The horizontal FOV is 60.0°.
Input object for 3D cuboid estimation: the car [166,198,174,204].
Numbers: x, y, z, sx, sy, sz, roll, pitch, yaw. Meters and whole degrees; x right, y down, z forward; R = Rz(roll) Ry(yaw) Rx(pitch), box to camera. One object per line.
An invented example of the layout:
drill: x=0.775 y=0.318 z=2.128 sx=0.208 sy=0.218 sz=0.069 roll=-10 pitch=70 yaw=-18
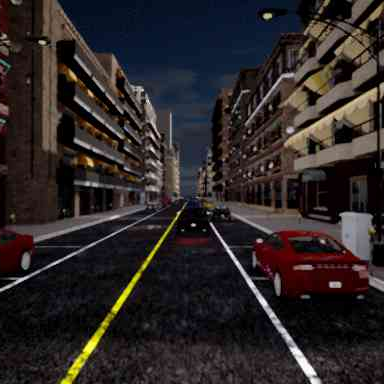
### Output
car: x=-5.774 y=2.320 z=87.194 sx=1.752 sy=1.417 sz=4.829 roll=0 pitch=-1 yaw=0

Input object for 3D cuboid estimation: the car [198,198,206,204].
car: x=2.607 y=2.377 z=87.368 sx=1.802 sy=1.307 sz=4.206 roll=0 pitch=-1 yaw=0

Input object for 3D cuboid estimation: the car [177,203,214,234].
car: x=0.093 y=1.666 z=20.438 sx=1.882 sy=1.535 sz=5.008 roll=0 pitch=-1 yaw=0

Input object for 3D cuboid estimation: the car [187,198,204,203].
car: x=0.063 y=1.829 z=38.266 sx=1.882 sy=1.535 sz=5.008 roll=0 pitch=-1 yaw=0

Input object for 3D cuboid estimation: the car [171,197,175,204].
car: x=-5.762 y=2.009 z=76.095 sx=2.192 sy=1.841 sz=5.009 roll=0 pitch=-1 yaw=0

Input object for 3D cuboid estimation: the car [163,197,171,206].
car: x=-5.752 y=2.137 z=64.820 sx=1.887 sy=1.381 sz=4.507 roll=0 pitch=-1 yaw=0

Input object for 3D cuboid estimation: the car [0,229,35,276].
car: x=-5.697 y=1.625 z=8.461 sx=1.887 sy=1.381 sz=4.507 roll=0 pitch=-1 yaw=0

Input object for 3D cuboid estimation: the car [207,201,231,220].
car: x=2.661 y=1.836 z=31.008 sx=2.008 sy=1.369 sz=4.403 roll=0 pitch=-1 yaw=0

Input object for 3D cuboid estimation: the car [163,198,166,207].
car: x=-5.742 y=2.041 z=53.548 sx=2.008 sy=1.369 sz=4.403 roll=0 pitch=-1 yaw=0

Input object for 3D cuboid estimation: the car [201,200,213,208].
car: x=2.634 y=2.106 z=59.188 sx=1.947 sy=1.339 sz=4.313 roll=0 pitch=-1 yaw=0

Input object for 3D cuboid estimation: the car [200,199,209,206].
car: x=2.623 y=2.224 z=70.460 sx=1.802 sy=1.307 sz=4.206 roll=0 pitch=-1 yaw=0

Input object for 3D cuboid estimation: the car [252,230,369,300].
car: x=2.683 y=1.624 z=8.465 sx=1.887 sy=1.381 sz=4.507 roll=0 pitch=-1 yaw=0

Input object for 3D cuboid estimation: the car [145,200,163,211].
car: x=-5.736 y=1.990 z=47.912 sx=2.008 sy=1.369 sz=4.403 roll=0 pitch=-1 yaw=0

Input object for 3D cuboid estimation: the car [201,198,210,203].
car: x=2.640 y=2.016 z=53.722 sx=1.752 sy=1.417 sz=4.829 roll=0 pitch=-1 yaw=0
